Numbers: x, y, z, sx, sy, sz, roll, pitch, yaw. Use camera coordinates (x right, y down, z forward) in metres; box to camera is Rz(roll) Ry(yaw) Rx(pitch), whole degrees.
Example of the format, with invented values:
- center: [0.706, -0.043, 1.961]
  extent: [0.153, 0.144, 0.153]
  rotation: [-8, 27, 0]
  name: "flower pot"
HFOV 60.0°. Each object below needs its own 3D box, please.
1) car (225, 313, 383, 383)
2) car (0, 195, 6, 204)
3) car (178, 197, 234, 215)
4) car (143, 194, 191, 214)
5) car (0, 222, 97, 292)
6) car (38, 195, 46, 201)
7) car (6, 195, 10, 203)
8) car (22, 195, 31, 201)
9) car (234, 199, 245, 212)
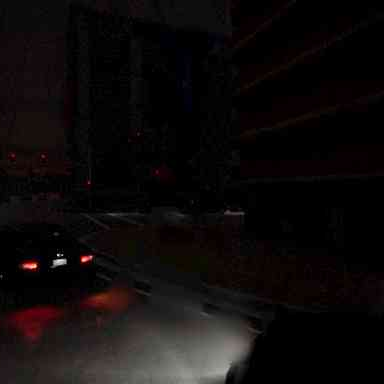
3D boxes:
- center: [2.827, 1.547, 2.052]
  extent: [5.357, 1.411, 2.033]
  rotation: [0, 0, 35]
  name: "car"
- center: [-34.696, 1.601, 58.777]
  extent: [1.895, 1.301, 4.718]
  rotation: [0, 0, -23]
  name: "car"
- center: [1.448, 1.560, 34.393]
  extent: [4.892, 1.490, 1.837]
  rotation: [0, 0, -22]
  name: "car"
- center: [-2.541, 1.277, 36.529]
  extent: [5.566, 2.045, 2.150]
  rotation: [0, 0, -22]
  name: "car"
- center: [-4.390, 1.547, 9.074]
  extent: [2.033, 1.411, 5.357]
  rotation: [0, 0, -39]
  name: "car"
- center: [-37.061, 1.540, 82.373]
  extent: [2.033, 1.411, 5.357]
  rotation: [0, 0, -23]
  name: "car"
- center: [-38.676, 1.355, 68.217]
  extent: [2.097, 1.767, 4.553]
  rotation: [0, 0, -23]
  name: "car"
- center: [-40.150, 1.525, 80.691]
  extent: [2.128, 1.511, 4.902]
  rotation: [0, 0, -23]
  name: "car"
- center: [6.614, 1.560, 40.320]
  extent: [4.892, 1.490, 1.837]
  rotation: [0, 0, -22]
  name: "car"
